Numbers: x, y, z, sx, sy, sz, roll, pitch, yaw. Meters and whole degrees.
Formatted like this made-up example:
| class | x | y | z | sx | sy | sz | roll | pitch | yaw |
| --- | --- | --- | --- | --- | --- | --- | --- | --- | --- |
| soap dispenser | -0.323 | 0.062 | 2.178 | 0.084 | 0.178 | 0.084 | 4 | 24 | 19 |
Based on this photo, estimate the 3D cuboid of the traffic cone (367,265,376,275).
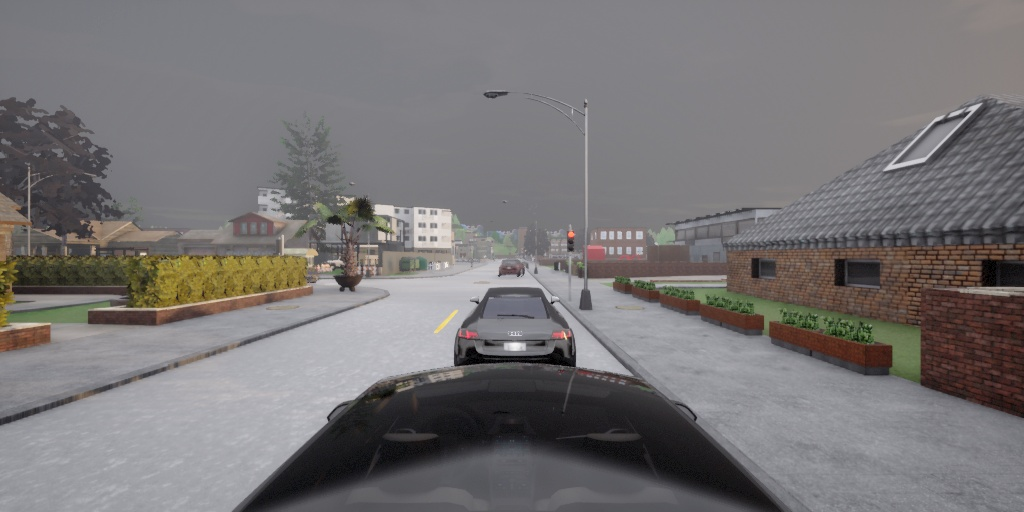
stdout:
| class | x | y | z | sx | sy | sz | roll | pitch | yaw |
| --- | --- | --- | --- | --- | --- | --- | --- | --- | --- |
| traffic cone | -15.752 | 1.561 | 40.143 | 0.344 | 0.586 | 0.344 | 0 | 0 | 0 |

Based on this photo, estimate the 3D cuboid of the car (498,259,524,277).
| class | x | y | z | sx | sy | sz | roll | pitch | yaw |
| --- | --- | --- | --- | --- | --- | --- | --- | --- | --- |
| car | -0.036 | 1.102 | 35.133 | 2.097 | 1.767 | 4.553 | 0 | 0 | 7 |

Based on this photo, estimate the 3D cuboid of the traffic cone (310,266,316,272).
| class | x | y | z | sx | sy | sz | roll | pitch | yaw |
| --- | --- | --- | --- | --- | --- | --- | --- | --- | --- |
| traffic cone | -19.799 | 1.568 | 35.259 | 0.344 | 0.586 | 0.344 | 0 | 0 | 0 |

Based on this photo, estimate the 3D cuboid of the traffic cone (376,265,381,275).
| class | x | y | z | sx | sy | sz | roll | pitch | yaw |
| --- | --- | --- | --- | --- | --- | --- | --- | --- | --- |
| traffic cone | -15.391 | 1.558 | 40.712 | 0.344 | 0.586 | 0.344 | 0 | 0 | 0 |

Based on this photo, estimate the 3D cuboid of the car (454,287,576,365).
| class | x | y | z | sx | sy | sz | roll | pitch | yaw |
| --- | --- | --- | --- | --- | --- | --- | --- | --- | --- |
| car | 0.059 | 1.314 | 7.326 | 1.994 | 1.385 | 4.181 | 0 | 0 | 0 |

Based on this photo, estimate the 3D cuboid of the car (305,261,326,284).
| class | x | y | z | sx | sy | sz | roll | pitch | yaw |
| --- | --- | --- | --- | --- | --- | --- | --- | --- | --- |
| car | -15.810 | 1.276 | 24.772 | 4.674 | 1.442 | 1.812 | 0 | 0 | 0 |
